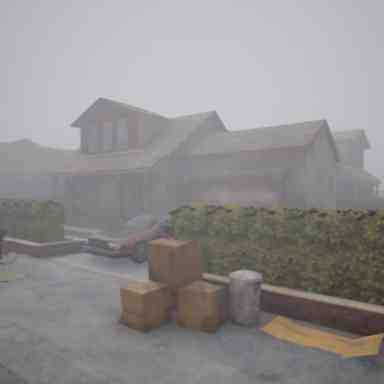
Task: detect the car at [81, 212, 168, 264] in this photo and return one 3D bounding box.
[{"bbox_3d":[-1.053,1.443,11.677,2.033,1.415,5.357,0,-1,41],"label":"car"}]

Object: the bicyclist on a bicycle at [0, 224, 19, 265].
[{"bbox_3d":[-5.868,1.388,9.653,0.582,1.620,1.656,0,0,39],"label":"bicyclist on a bicycle"}]
